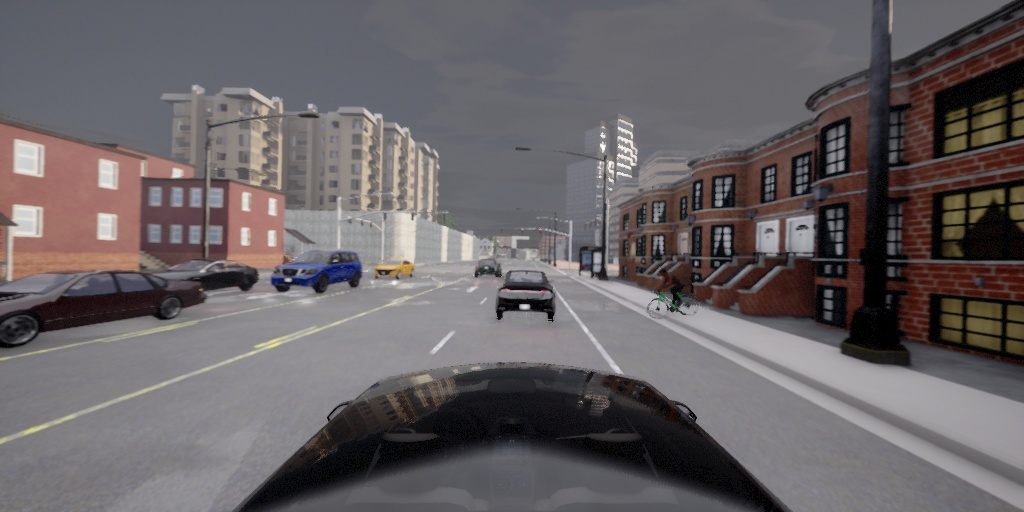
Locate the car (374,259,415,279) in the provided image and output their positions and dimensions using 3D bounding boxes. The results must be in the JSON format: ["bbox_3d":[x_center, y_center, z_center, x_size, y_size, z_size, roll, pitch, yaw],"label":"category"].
[{"bbox_3d":[-9.412,0.978,29.133,1.882,1.535,5.008,1,0,3],"label":"car"}]

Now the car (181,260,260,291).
[{"bbox_3d":[-13.554,0.910,15.808,2.128,1.511,4.902,1,0,3],"label":"car"}]

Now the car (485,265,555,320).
[{"bbox_3d":[0.490,1.240,12.645,2.128,1.511,4.902,1,0,3],"label":"car"}]

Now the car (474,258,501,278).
[{"bbox_3d":[-2.100,1.019,32.661,2.097,1.767,4.553,1,0,2],"label":"car"}]

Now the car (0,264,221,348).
[{"bbox_3d":[-10.387,1.048,8.656,2.033,1.411,5.357,1,0,2],"label":"car"}]

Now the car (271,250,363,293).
[{"bbox_3d":[-9.906,0.722,18.845,2.150,2.045,5.566,1,0,3],"label":"car"}]

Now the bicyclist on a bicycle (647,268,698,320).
[{"bbox_3d":[5.150,1.208,11.628,1.656,1.620,0.582,-7,0,3],"label":"bicyclist on a bicycle"}]
